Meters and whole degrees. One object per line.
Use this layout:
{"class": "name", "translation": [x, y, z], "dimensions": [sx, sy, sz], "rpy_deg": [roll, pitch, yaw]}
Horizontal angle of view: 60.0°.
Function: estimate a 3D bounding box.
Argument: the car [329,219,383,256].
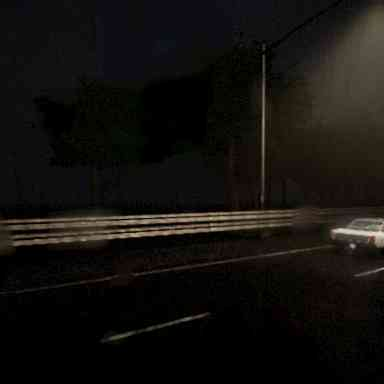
{"class": "car", "translation": [7.825, 1.748, 13.744], "dimensions": [4.718, 1.301, 1.895], "rpy_deg": [1, 0, -35]}
